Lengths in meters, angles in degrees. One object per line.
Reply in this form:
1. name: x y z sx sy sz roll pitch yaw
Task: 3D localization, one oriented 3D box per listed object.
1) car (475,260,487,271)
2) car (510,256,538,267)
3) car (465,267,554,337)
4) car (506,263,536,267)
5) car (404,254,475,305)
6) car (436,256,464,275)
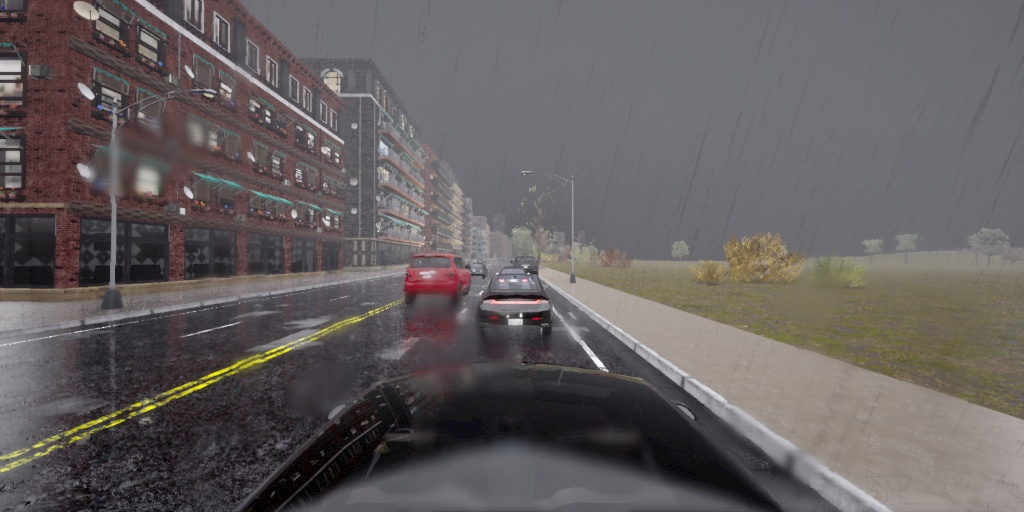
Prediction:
1. car: -3.225 1.302 32.835 2.033 1.411 5.357 0 0 0
2. car: 1.069 0.979 30.970 2.150 2.045 5.566 0 0 0
3. car: 0.081 1.243 10.318 2.128 1.511 4.902 0 0 0
4. car: 0.060 1.301 20.758 2.033 1.411 5.357 0 0 0
5. car: -3.184 0.965 16.268 2.150 2.045 5.566 0 -1 0
6. car: -6.691 0.975 39.594 2.150 2.045 5.566 0 0 0
